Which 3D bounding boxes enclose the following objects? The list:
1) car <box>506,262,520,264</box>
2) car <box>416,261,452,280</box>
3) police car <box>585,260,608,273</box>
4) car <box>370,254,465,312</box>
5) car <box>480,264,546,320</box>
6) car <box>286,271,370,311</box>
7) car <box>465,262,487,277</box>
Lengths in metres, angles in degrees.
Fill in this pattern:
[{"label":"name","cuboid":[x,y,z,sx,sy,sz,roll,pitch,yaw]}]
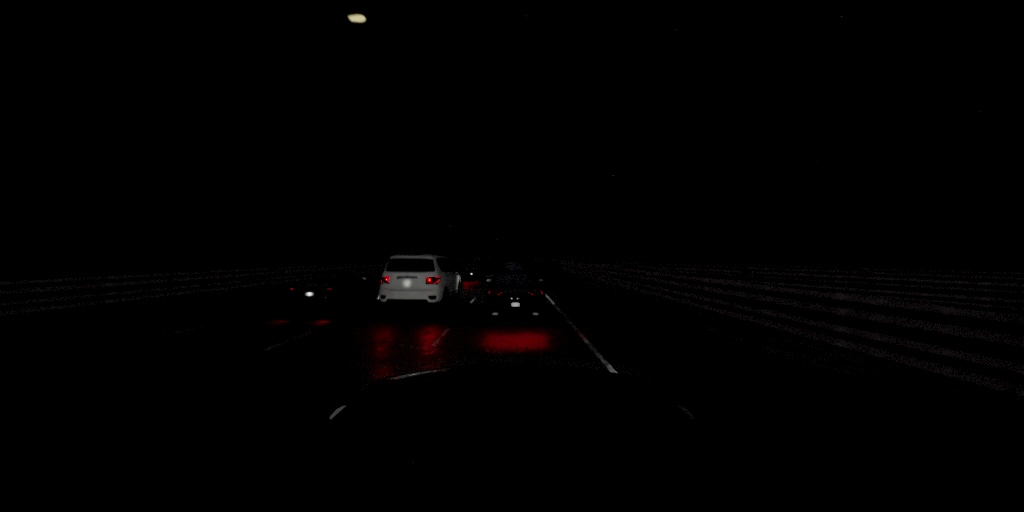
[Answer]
[{"label":"car","cuboid":[0.090,1.280,33.651,1.812,1.442,4.674,0,0,0]},{"label":"car","cuboid":[-6.912,1.245,32.391,2.128,1.511,4.902,0,0,0]},{"label":"police car","cuboid":[10.700,1.332,44.867,2.038,1.542,4.974,0,0,-12]},{"label":"car","cuboid":[-3.396,0.962,14.226,2.150,2.045,5.566,1,-1,0]},{"label":"car","cuboid":[0.098,1.228,12.678,1.882,1.535,5.008,0,0,0]},{"label":"car","cuboid":[-6.903,1.296,14.233,1.994,1.385,4.181,0,-1,0]},{"label":"car","cuboid":[-3.410,1.258,32.628,1.837,1.490,4.892,0,0,0]}]
